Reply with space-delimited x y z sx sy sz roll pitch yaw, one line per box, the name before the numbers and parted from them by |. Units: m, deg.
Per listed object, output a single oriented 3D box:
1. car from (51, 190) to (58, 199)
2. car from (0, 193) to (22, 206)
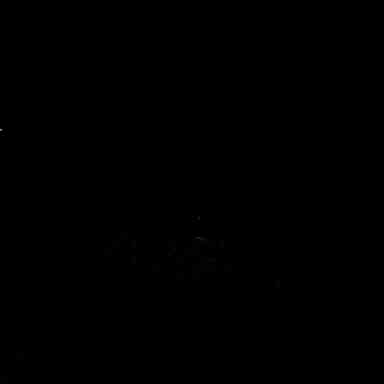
car | -19.318 0.407 46.889 2.008 1.369 4.403 3 2 36
car | -18.347 0.761 33.612 2.008 1.369 4.403 3 2 36
